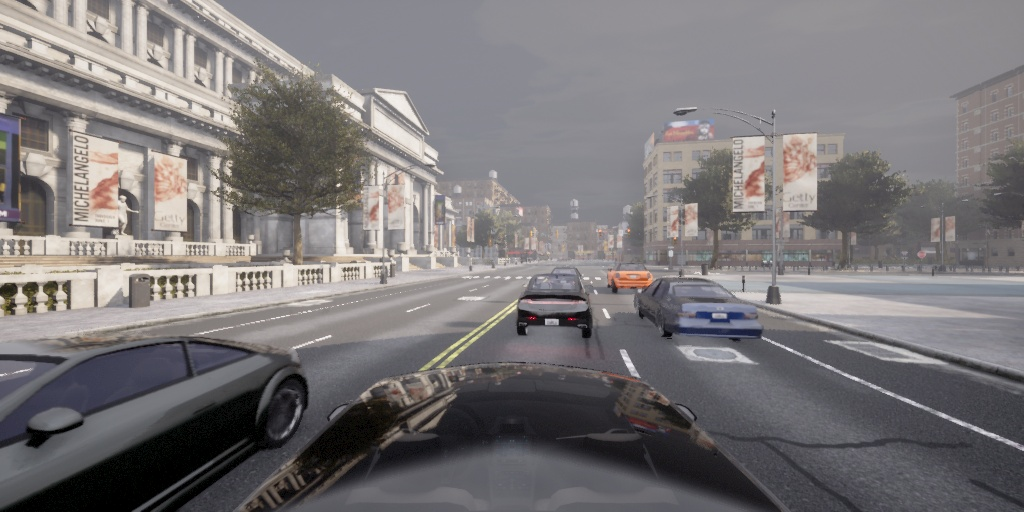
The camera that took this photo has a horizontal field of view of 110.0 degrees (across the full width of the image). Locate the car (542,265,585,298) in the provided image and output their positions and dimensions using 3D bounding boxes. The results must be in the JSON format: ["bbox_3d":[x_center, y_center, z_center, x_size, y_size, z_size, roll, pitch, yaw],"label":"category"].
[{"bbox_3d":[2.945,1.297,19.763,2.033,1.411,5.357,0,0,11],"label":"car"}]

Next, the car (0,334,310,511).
[{"bbox_3d":[-3.396,1.314,2.445,1.994,1.385,4.181,0,0,3],"label":"car"}]

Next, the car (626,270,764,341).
[{"bbox_3d":[4.738,1.297,9.970,2.033,1.411,5.357,0,0,9],"label":"car"}]

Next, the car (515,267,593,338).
[{"bbox_3d":[1.270,1.242,10.287,2.128,1.511,4.902,0,0,9],"label":"car"}]

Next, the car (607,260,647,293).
[{"bbox_3d":[6.716,1.102,20.789,2.097,1.767,4.553,0,0,10],"label":"car"}]
